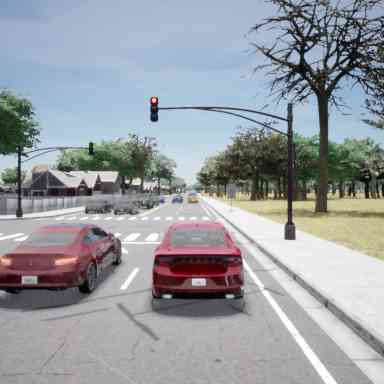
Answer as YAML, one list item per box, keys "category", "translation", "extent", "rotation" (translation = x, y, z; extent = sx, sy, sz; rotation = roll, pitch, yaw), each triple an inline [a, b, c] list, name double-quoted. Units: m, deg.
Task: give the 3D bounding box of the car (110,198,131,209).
- category: "car"
  translation: [-9.737, 1.516, 45.483]
  extent: [1.812, 1.442, 4.674]
  rotation: [0, 0, 1]

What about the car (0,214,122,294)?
- category: "car"
  translation: [-3.130, 1.525, 8.697]
  extent: [1.812, 1.442, 4.674]
  rotation: [0, 0, 0]

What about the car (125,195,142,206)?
- category: "car"
  translation: [-9.708, 1.335, 55.379]
  extent: [2.097, 1.767, 4.553]
  rotation: [0, 0, 0]

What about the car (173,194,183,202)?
- category: "car"
  translation: [-3.068, 1.320, 76.287]
  extent: [2.097, 1.767, 4.553]
  rotation: [0, 0, 0]

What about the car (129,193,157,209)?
- category: "car"
  translation: [-6.489, 1.214, 44.508]
  extent: [2.150, 2.045, 5.566]
  rotation: [0, 0, 1]

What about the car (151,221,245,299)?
- category: "car"
  translation: [0.117, 1.477, 8.486]
  extent: [1.882, 1.535, 5.008]
  rotation: [0, 0, 0]

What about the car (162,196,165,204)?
- category: "car"
  translation: [-6.384, 1.452, 65.159]
  extent: [1.882, 1.535, 5.008]
  rotation: [0, 0, 1]

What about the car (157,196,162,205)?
- category: "car"
  translation: [-6.460, 1.489, 54.729]
  extent: [1.837, 1.490, 4.892]
  rotation: [0, 0, 0]

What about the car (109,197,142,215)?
- category: "car"
  translation: [-6.518, 1.501, 33.265]
  extent: [1.837, 1.490, 4.892]
  rotation: [0, -1, 0]

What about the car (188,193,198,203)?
- category: "car"
  translation: [0.255, 1.452, 65.914]
  extent: [1.882, 1.535, 5.008]
  rotation: [0, 0, 0]

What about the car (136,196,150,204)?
- category: "car"
  translation: [-9.621, 1.521, 65.998]
  extent: [2.033, 1.411, 5.357]
  rotation: [0, 0, 0]

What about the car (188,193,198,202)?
- category: "car"
  translation: [0.182, 1.190, 76.315]
  extent: [2.150, 2.045, 5.566]
  rotation: [0, 0, 0]

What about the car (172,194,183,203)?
- category: "car"
  translation: [-2.990, 1.499, 66.321]
  extent: [1.812, 1.442, 4.674]
  rotation: [0, 0, 0]

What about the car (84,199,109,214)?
- category: "car"
  translation: [-9.764, 1.501, 34.780]
  extent: [1.837, 1.490, 4.892]
  rotation: [0, -1, 0]
